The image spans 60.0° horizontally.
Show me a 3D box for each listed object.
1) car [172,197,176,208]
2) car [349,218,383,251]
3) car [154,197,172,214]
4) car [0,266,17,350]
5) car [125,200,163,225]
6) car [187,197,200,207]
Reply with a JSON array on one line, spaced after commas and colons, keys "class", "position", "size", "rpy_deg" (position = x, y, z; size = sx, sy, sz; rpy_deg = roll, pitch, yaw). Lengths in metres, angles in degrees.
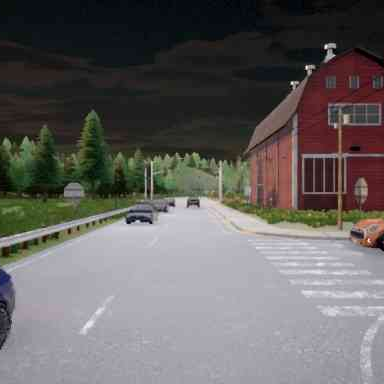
[{"class": "car", "position": [-3.474, 1.477, 49.340], "size": [1.882, 1.535, 5.008], "rpy_deg": [0, 0, 0]}, {"class": "car", "position": [8.669, 1.352, 12.971], "size": [4.553, 1.767, 2.097], "rpy_deg": [0, 0, 4]}, {"class": "car", "position": [-3.521, 1.502, 35.847], "size": [1.837, 1.490, 4.892], "rpy_deg": [0, 1, 0]}, {"class": "car", "position": [-3.587, 1.525, 3.330], "size": [1.812, 1.442, 4.674], "rpy_deg": [0, 0, 0]}, {"class": "car", "position": [-3.547, 1.547, 24.418], "size": [2.033, 1.411, 5.357], "rpy_deg": [0, 0, 0]}, {"class": "car", "position": [0.206, 1.504, 50.360], "size": [1.837, 1.490, 4.892], "rpy_deg": [0, 0, 0]}]
